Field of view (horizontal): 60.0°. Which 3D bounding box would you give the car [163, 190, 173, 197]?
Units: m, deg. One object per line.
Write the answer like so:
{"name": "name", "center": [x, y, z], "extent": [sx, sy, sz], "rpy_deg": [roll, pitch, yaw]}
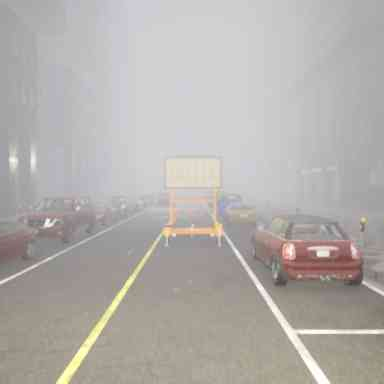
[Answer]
{"name": "car", "center": [-5.491, 0.332, 76.240], "extent": [1.967, 1.590, 4.097], "rpy_deg": [0, 1, 0]}

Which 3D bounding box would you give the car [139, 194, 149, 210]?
{"name": "car", "center": [-5.652, 1.082, 31.430], "extent": [2.008, 1.369, 4.403], "rpy_deg": [0, 1, 0]}

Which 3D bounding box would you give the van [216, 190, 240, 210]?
{"name": "van", "center": [2.852, 0.956, 25.809], "extent": [1.690, 1.788, 3.998], "rpy_deg": [0, 1, 0]}

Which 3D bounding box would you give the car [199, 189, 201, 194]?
{"name": "car", "center": [3.014, 0.413, 70.619], "extent": [1.967, 1.590, 4.097], "rpy_deg": [0, 1, 0]}

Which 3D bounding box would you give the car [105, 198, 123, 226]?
{"name": "car", "center": [-5.692, 1.278, 20.228], "extent": [1.802, 1.307, 4.206], "rpy_deg": [0, 1, 0]}

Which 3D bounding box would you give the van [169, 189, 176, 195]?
{"name": "van", "center": [-5.431, -0.005, 93.044], "extent": [1.690, 1.788, 3.998], "rpy_deg": [0, 1, 0]}

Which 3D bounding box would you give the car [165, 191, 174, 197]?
{"name": "car", "center": [-5.471, 0.357, 81.843], "extent": [1.887, 1.381, 4.507], "rpy_deg": [0, 1, 0]}

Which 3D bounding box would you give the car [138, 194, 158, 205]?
{"name": "car", "center": [-5.612, 0.935, 42.633], "extent": [1.947, 1.339, 4.313], "rpy_deg": [0, 1, 0]}

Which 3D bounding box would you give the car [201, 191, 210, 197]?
{"name": "car", "center": [3.035, 0.476, 76.222], "extent": [1.802, 1.307, 4.206], "rpy_deg": [0, 1, 0]}

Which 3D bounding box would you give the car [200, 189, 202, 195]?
{"name": "car", "center": [2.974, 0.572, 59.417], "extent": [1.967, 1.590, 4.097], "rpy_deg": [0, 1, 0]}

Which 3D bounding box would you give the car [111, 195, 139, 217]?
{"name": "car", "center": [-5.672, 1.053, 25.827], "extent": [1.967, 1.590, 4.097], "rpy_deg": [0, 1, 0]}

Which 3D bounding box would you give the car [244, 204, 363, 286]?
{"name": "car", "center": [2.792, 1.304, 9.006], "extent": [1.967, 1.590, 4.097], "rpy_deg": [0, 1, 0]}

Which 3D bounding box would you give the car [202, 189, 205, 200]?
{"name": "car", "center": [2.933, 0.606, 48.212], "extent": [2.192, 1.841, 5.009], "rpy_deg": [0, 1, 0]}

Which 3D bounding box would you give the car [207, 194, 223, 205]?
{"name": "car", "center": [2.913, 0.953, 42.616], "extent": [1.802, 1.307, 4.206], "rpy_deg": [0, 1, 0]}

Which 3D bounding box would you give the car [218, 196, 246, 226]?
{"name": "car", "center": [2.833, 1.221, 20.381], "extent": [1.752, 1.417, 4.829], "rpy_deg": [0, 1, 0]}

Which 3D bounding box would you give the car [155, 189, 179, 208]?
{"name": "car", "center": [-2.958, 0.792, 37.777], "extent": [2.097, 1.767, 4.553], "rpy_deg": [0, 1, 0]}

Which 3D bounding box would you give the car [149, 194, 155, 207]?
{"name": "car", "center": [-5.632, 1.016, 37.032], "extent": [1.947, 1.339, 4.313], "rpy_deg": [0, 1, 0]}

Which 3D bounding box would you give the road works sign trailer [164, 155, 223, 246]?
{"name": "road works sign trailer", "center": [0.050, 0.253, 14.045], "extent": [2.380, 3.560, 2.880], "rpy_deg": [0, 1, 0]}

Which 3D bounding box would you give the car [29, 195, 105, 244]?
{"name": "car", "center": [-5.713, 1.094, 14.622], "extent": [2.192, 1.841, 5.009], "rpy_deg": [0, 1, 0]}

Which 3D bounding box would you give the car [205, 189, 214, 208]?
{"name": "car", "center": [2.892, 0.767, 37.010], "extent": [2.192, 1.841, 5.009], "rpy_deg": [0, 1, 0]}

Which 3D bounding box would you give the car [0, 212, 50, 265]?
{"name": "car", "center": [-5.732, 1.444, 9.024], "extent": [1.802, 1.307, 4.206], "rpy_deg": [0, 1, 0]}

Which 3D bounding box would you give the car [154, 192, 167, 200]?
{"name": "car", "center": [-5.551, 0.675, 59.437], "extent": [1.887, 1.381, 4.507], "rpy_deg": [0, 1, 0]}
